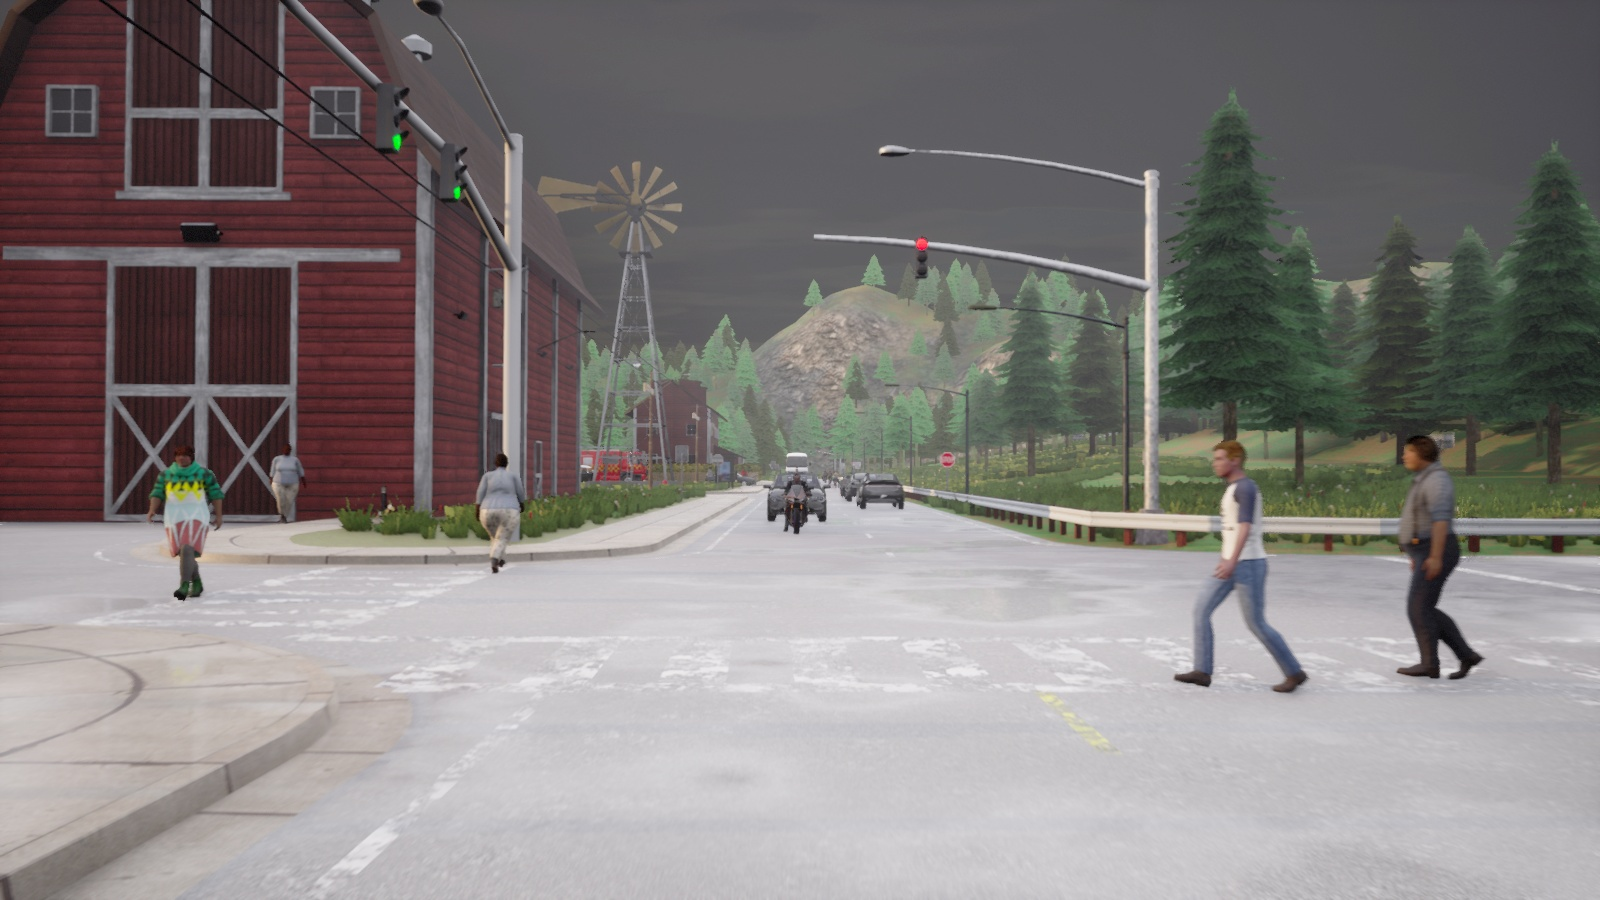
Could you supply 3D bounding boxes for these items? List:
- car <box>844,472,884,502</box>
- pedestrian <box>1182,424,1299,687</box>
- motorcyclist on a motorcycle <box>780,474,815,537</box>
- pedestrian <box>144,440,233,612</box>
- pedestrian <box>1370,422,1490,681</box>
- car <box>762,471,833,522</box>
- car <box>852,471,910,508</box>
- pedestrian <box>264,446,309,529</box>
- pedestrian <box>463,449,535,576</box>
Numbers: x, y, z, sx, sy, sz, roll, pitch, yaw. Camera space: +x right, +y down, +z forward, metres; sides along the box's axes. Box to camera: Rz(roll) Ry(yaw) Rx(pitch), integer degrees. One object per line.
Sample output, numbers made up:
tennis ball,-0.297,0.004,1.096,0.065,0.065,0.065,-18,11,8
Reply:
car,3.359,1.914,66.222,1.837,1.490,4.892,0,-1,0
pedestrian,3.133,0.741,8.970,0.706,1.836,0.354,0,-1,5
motorcyclist on a motorcycle,-0.067,1.386,32.037,0.866,1.530,2.191,0,-1,0
pedestrian,-7.146,0.865,14.710,0.659,1.952,0.873,0,-1,-5
pedestrian,4.667,0.733,9.339,0.694,1.848,0.540,-1,-1,17
car,-0.085,1.444,40.232,2.128,1.511,4.902,0,-1,0
car,3.386,1.652,53.431,2.128,1.511,4.902,0,-1,0
pedestrian,-11.735,0.856,28.690,0.874,1.855,0.900,0,-1,-27
pedestrian,-4.521,0.925,18.904,0.874,1.855,0.900,0,-1,-1
